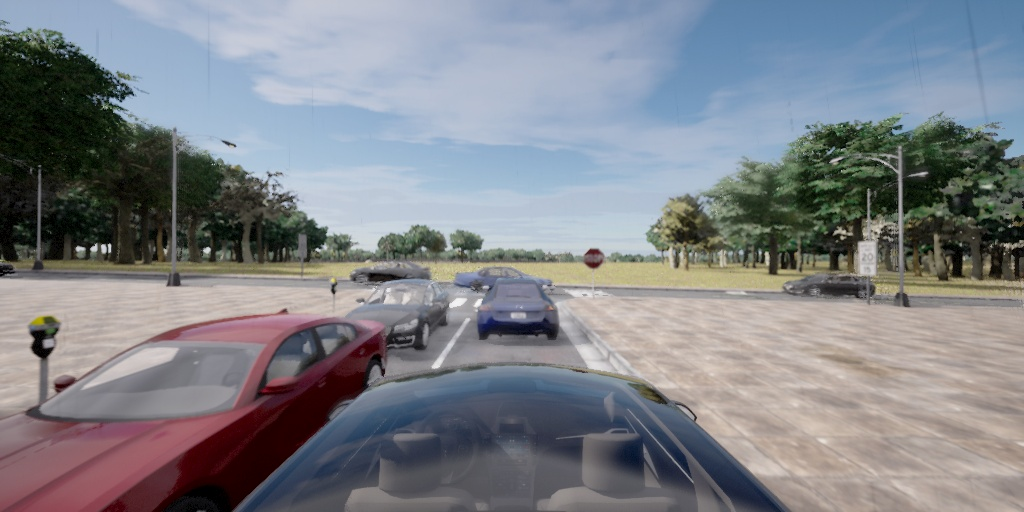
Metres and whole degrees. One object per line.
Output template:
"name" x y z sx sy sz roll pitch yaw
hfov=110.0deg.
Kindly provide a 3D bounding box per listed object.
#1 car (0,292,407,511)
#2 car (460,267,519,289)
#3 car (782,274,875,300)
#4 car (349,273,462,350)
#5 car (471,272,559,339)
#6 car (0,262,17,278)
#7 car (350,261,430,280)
"car" -2.637 1.293 3.389 1.888 1.381 4.507 0 0 0
"car" -0.437 1.286 19.390 5.357 1.411 2.033 2 -1 0
"car" 19.625 1.841 22.332 4.892 1.490 1.837 2 0 0
"car" -2.638 1.293 8.931 2.007 1.370 4.403 0 0 0
"car" 0.111 1.305 10.034 1.994 1.385 4.181 0 0 -1
"car" -30.549 0.470 19.404 5.357 1.411 2.033 2 0 0
"car" -7.494 1.062 22.343 4.902 1.511 2.128 2 0 0
